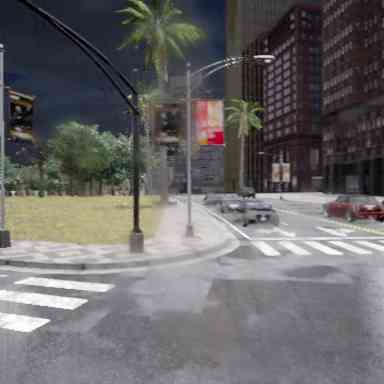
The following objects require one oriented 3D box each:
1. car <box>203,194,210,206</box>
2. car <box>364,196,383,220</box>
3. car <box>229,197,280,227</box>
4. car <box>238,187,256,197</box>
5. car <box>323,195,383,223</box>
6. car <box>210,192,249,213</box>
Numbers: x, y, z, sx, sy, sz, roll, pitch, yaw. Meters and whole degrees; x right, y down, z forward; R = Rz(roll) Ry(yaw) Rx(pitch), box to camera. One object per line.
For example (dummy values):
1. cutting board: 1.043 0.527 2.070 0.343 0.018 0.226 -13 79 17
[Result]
1. car: 2.420 0.915 39.339 1.994 1.385 4.181 0 1 -6
2. car: 13.550 1.075 21.751 1.837 1.490 4.892 0 1 -3
3. car: 3.696 1.226 19.673 1.994 1.385 4.181 0 1 -3
4. car: 9.731 0.189 59.865 2.150 2.045 5.566 0 1 -8
5. car: 10.301 0.944 21.575 2.097 1.767 4.553 0 1 -3
6. car: 3.180 1.002 29.349 2.128 1.511 4.902 0 1 -3
